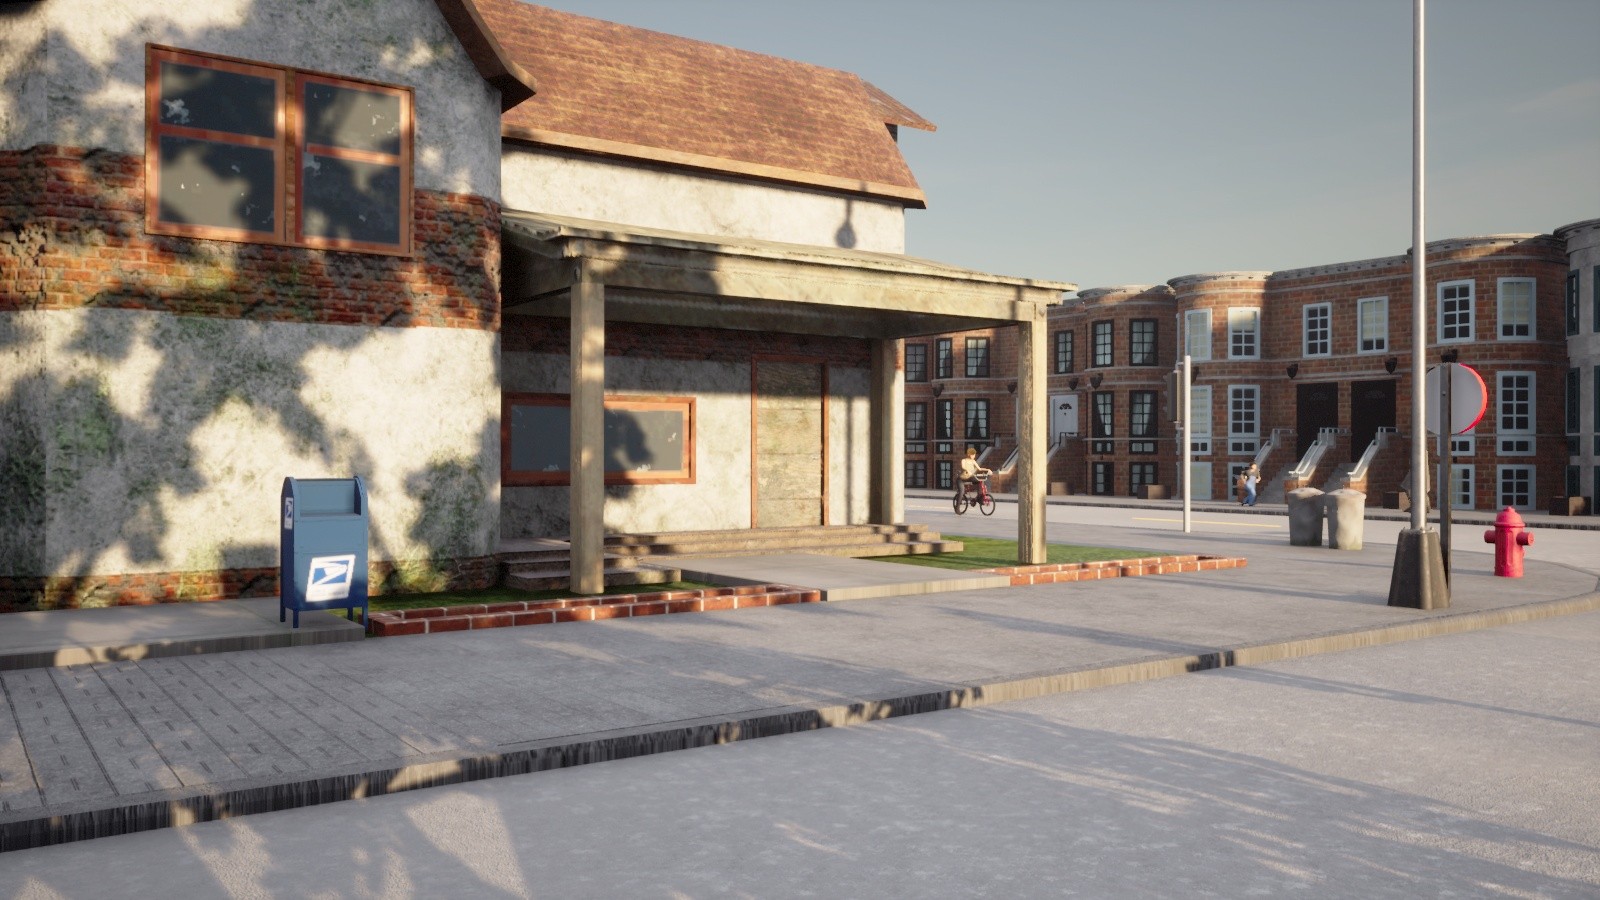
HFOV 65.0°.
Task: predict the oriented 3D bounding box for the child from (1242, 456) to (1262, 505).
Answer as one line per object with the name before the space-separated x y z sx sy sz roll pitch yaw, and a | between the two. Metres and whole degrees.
child | 11.855 0.789 32.926 0.270 1.263 0.437 0 0 -23

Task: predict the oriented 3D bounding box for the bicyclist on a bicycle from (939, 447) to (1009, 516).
bicyclist on a bicycle | 4.182 0.746 30.190 0.866 1.612 1.509 0 0 -35

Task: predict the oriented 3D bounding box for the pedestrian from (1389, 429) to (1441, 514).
pedestrian | 14.470 0.495 29.542 0.659 1.952 0.873 0 0 -34
